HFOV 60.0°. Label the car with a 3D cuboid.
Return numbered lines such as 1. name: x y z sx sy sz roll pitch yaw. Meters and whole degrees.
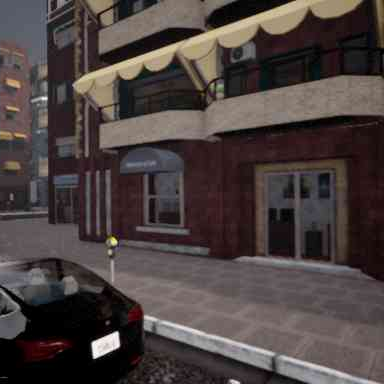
1. car: -2.555 1.583 4.566 4.313 1.339 1.947 0 -1 36
